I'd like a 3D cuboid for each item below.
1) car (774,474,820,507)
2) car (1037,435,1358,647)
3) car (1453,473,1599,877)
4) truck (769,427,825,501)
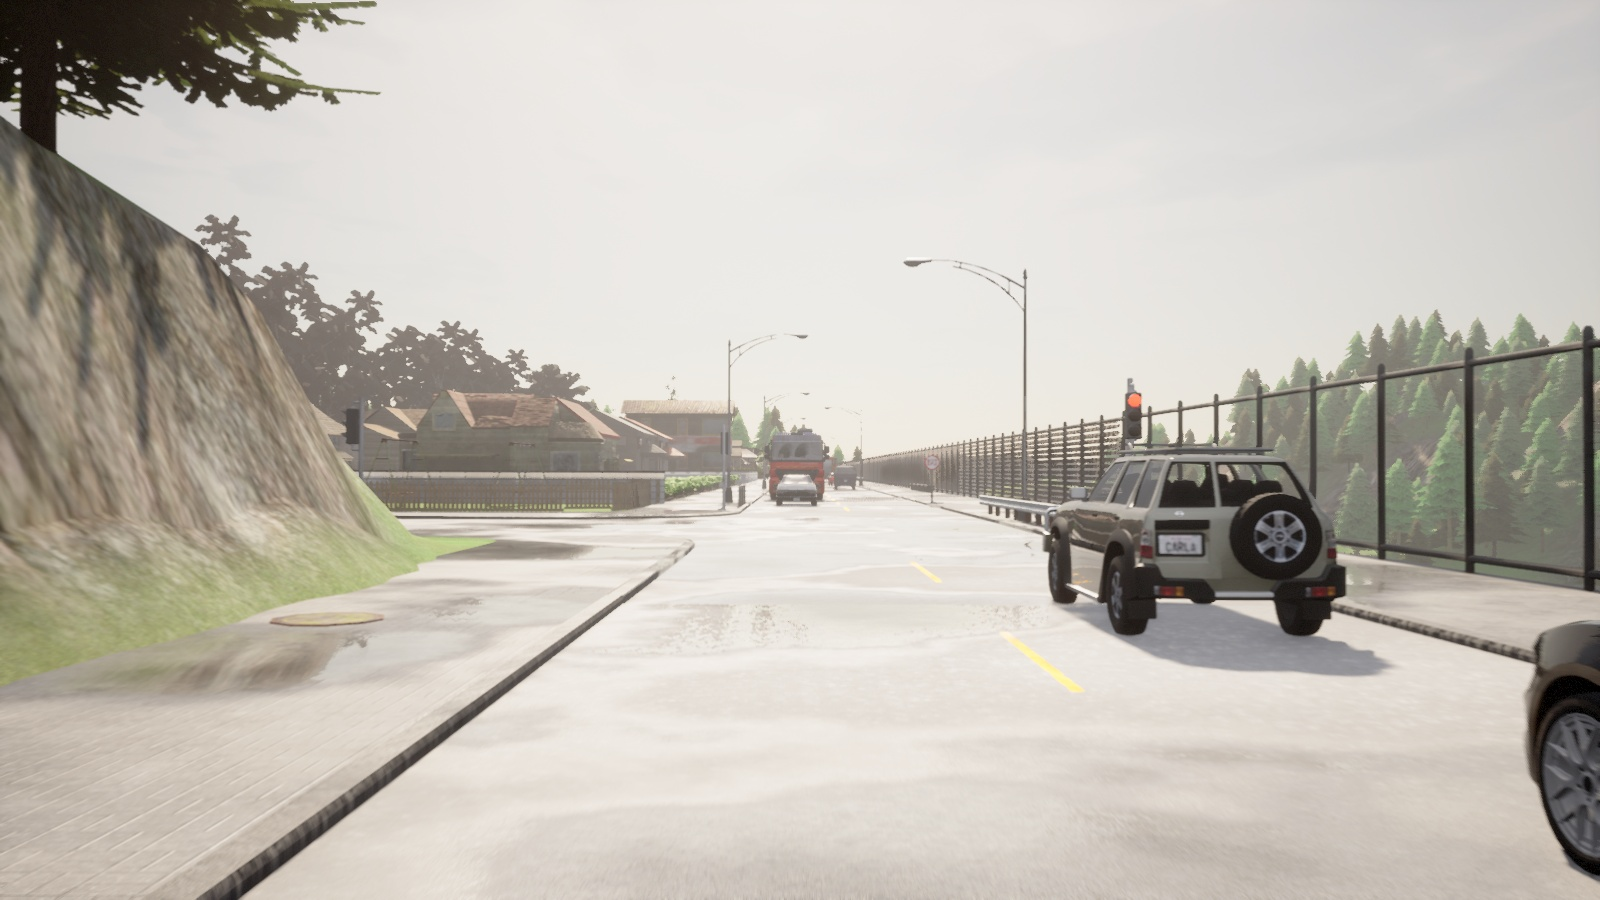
[{"bbox_3d":[-0.137,1.804,57.326,2.033,1.411,5.357,0,-1,0],"label":"car"},{"bbox_3d":[3.933,0.834,13.356,1.932,1.855,4.605,0,-1,0],"label":"car"},{"bbox_3d":[3.991,0.831,3.332,1.882,1.535,5.008,0,-1,0],"label":"car"},{"bbox_3d":[-0.171,0.784,69.056,2.891,3.827,8.468,0,-1,0],"label":"truck"}]
